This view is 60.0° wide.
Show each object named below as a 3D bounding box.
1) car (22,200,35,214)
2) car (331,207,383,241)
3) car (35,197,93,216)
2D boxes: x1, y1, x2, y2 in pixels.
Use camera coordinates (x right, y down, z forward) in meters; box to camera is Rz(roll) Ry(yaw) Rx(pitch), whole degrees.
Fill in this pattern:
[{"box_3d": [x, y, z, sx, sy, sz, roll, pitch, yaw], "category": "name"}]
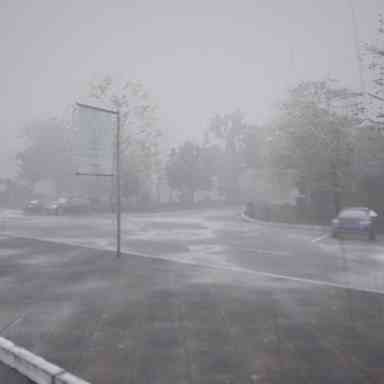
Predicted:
[{"box_3d": [-14.119, 1.401, 32.593, 2.002, 1.452, 4.674, 0, 0, 35], "category": "car"}, {"box_3d": [8.284, 1.483, 16.636, 2.002, 1.452, 4.674, 0, 0, 36], "category": "car"}, {"box_3d": [-11.497, 1.243, 30.810, 2.185, 1.767, 4.553, 0, 0, 35], "category": "car"}]
